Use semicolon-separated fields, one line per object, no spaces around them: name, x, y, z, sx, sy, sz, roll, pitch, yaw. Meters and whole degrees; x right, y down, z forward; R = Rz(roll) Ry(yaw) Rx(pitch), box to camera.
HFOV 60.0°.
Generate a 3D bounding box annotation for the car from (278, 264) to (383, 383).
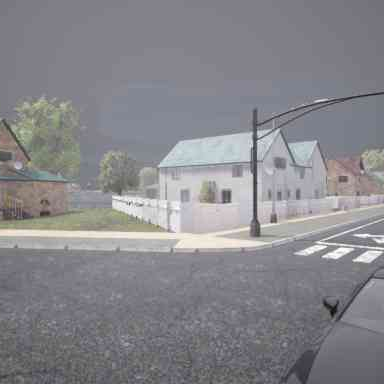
car;2.526;1.524;3.407;1.812;1.442;4.674;0;0;42
